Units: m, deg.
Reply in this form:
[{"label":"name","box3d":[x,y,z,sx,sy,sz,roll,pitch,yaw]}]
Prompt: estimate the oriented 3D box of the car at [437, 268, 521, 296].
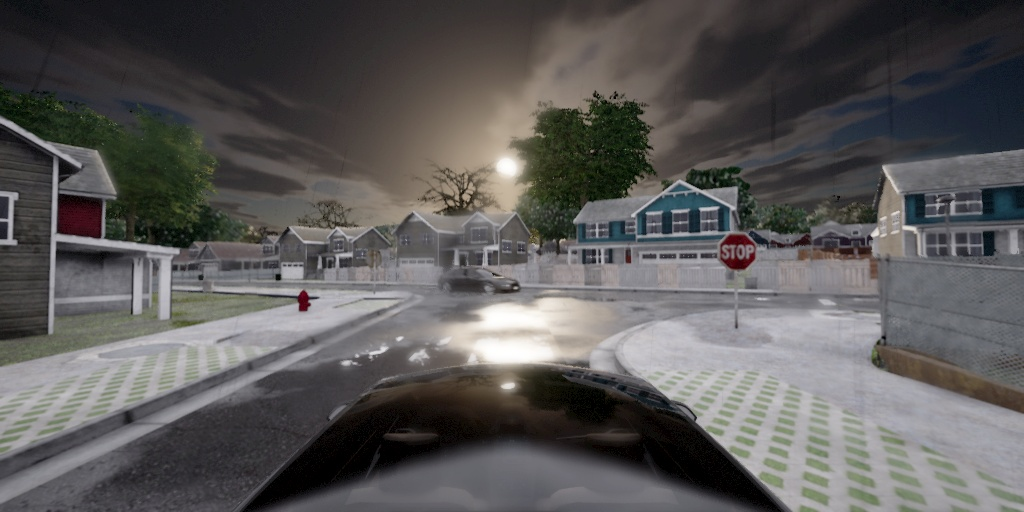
[{"label":"car","box3d":[-1.835,1.383,19.192,4.892,1.490,1.837,-1,-2,33]}]
